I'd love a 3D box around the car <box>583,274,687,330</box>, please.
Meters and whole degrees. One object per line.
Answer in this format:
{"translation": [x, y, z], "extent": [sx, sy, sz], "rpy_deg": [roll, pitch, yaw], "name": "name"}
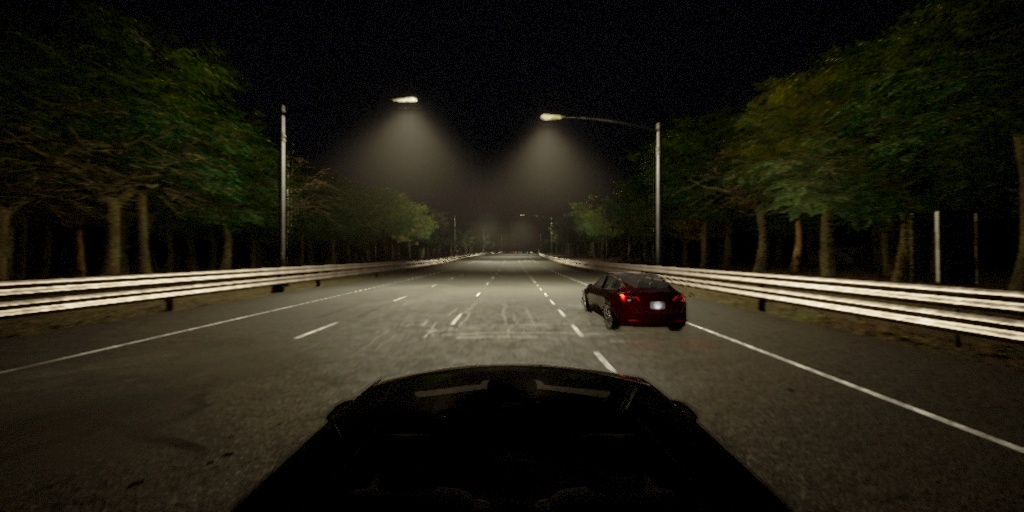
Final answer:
{"translation": [3.542, 1.259, 11.122], "extent": [2.163, 1.488, 4.792], "rpy_deg": [0, 0, -1], "name": "car"}
